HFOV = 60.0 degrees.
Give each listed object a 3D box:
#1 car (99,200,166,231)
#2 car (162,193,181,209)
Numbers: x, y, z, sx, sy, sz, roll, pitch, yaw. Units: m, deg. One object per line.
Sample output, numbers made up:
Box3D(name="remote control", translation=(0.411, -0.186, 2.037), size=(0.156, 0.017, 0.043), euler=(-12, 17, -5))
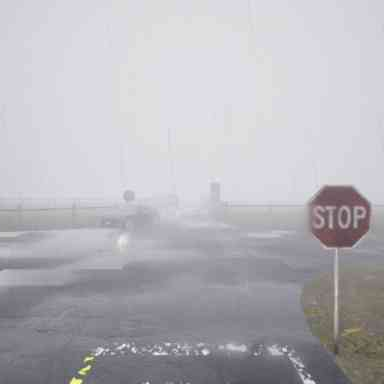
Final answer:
Box3D(name="car", translation=(-3.807, 1.472, 20.998), size=(1.882, 1.535, 5.008), euler=(2, 1, 21))
Box3D(name="car", translation=(-2.686, 1.165, 43.504), size=(2.150, 2.045, 5.566), euler=(0, 0, 0))
